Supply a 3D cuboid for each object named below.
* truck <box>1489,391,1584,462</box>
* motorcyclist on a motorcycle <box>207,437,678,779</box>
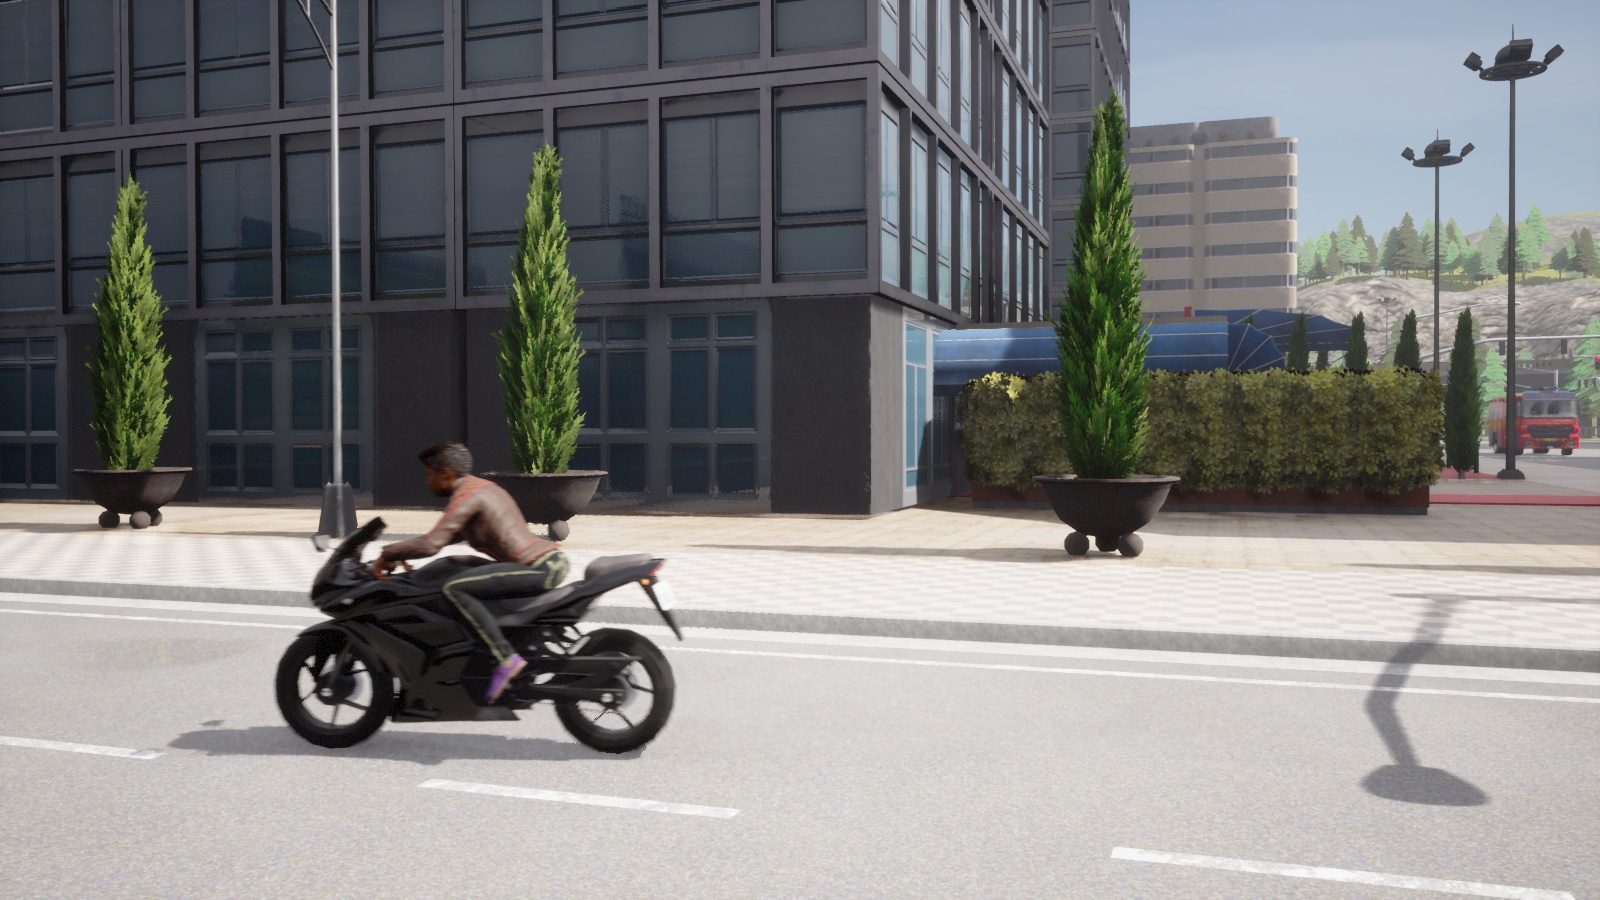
[{"bbox_3d":[41.737,-1.326,71.466,2.891,3.827,8.468,1,1,18],"label":"truck"},{"bbox_3d":[-1.676,0.705,6.099,2.044,1.523,0.797,0,1,5],"label":"motorcyclist on a motorcycle"}]
